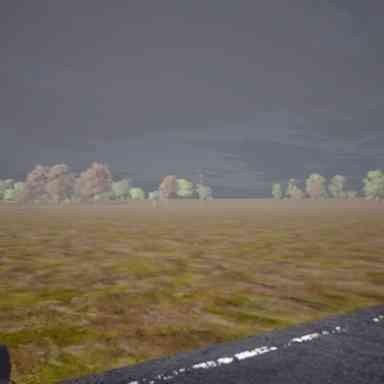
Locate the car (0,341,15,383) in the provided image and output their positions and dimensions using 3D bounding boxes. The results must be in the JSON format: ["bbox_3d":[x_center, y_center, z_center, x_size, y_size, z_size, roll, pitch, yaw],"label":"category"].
[{"bbox_3d":[-3.263,1.526,1.110,4.902,1.511,2.128,1,-1,-28],"label":"car"}]
